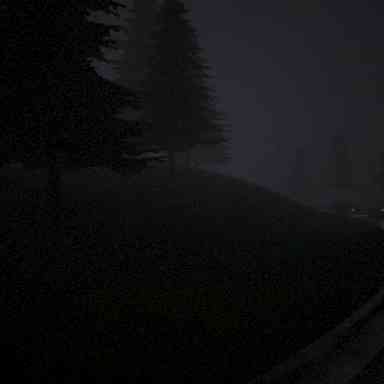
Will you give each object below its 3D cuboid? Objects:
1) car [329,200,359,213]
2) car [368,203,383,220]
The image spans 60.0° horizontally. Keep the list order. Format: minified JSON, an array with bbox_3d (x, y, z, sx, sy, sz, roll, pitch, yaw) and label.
[{"bbox_3d":[18.375,1.758,40.378,1.837,1.490,4.892,0,0,-2],"label":"car"},{"bbox_3d":[17.503,1.706,30.172,1.812,1.442,4.674,0,0,13],"label":"car"}]
